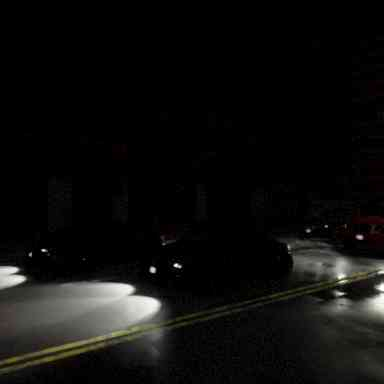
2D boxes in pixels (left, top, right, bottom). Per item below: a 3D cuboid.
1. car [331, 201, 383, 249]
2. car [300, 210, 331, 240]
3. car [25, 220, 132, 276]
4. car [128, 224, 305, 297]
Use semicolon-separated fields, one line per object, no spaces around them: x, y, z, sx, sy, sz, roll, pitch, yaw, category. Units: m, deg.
8.731;1.423;14.402;5.566;2.045;2.150;1;-1;-35;car
7.833;1.712;18.036;4.902;1.511;2.128;1;-1;-35;car
-2.897;1.609;10.505;4.181;1.385;1.994;1;-1;-35;car
0.740;1.636;8.783;4.181;1.385;1.994;1;-1;-35;car
